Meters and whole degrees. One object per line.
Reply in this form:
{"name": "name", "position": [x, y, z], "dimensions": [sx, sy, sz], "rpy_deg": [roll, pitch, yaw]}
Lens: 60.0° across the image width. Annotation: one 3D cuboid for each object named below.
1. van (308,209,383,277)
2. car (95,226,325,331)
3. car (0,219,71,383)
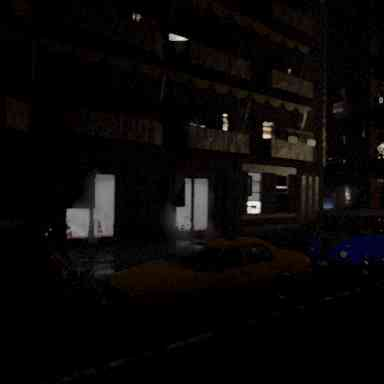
{"name": "van", "position": [5.285, 1.437, 10.324], "dimensions": [3.998, 1.788, 1.690], "rpy_deg": [1, 0, -36]}
{"name": "car", "position": [0.515, 1.566, 6.923], "dimensions": [4.829, 1.417, 1.752], "rpy_deg": [1, 0, -36]}
{"name": "car", "position": [-3.977, 1.304, 3.715], "dimensions": [5.009, 1.841, 2.192], "rpy_deg": [1, 0, -36]}
